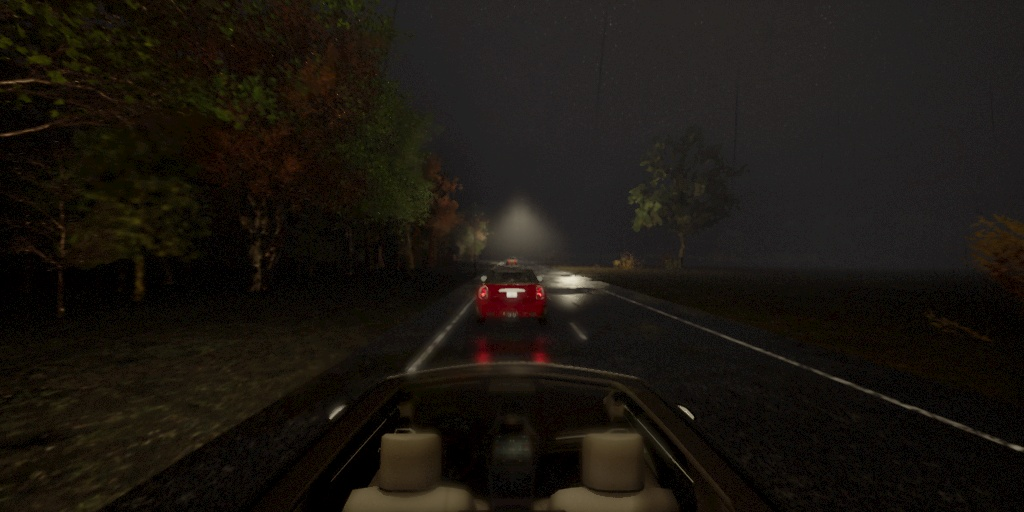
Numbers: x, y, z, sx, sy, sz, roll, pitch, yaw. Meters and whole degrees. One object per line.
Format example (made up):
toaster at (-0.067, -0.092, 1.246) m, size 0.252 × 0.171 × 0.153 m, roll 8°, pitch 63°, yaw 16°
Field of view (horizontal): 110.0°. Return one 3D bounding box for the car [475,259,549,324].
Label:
car at (-0.001, 1.090, 12.080) m, size 2.097 × 1.767 × 4.553 m, roll 0°, pitch 0°, yaw 0°

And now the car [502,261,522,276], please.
car at (0.002, 1.267, 37.581) m, size 1.994 × 1.385 × 4.181 m, roll 0°, pitch 0°, yaw 0°
